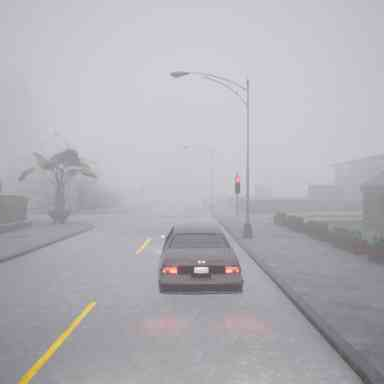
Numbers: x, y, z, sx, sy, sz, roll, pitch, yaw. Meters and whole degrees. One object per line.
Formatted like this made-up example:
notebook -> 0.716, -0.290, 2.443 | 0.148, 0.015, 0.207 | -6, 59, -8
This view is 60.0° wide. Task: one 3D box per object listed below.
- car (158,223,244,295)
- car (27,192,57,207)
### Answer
car -> 0.109, 1.547, 8.902 | 2.033, 1.411, 5.357 | 0, 0, -2
car -> -19.782, 0.986, 43.806 | 1.905, 1.878, 3.866 | 0, 0, 35
